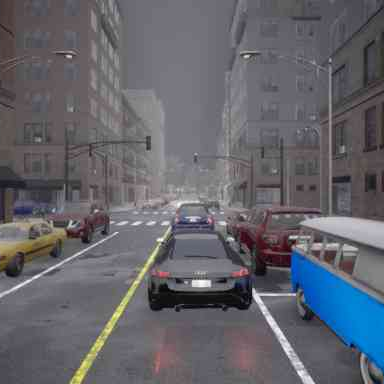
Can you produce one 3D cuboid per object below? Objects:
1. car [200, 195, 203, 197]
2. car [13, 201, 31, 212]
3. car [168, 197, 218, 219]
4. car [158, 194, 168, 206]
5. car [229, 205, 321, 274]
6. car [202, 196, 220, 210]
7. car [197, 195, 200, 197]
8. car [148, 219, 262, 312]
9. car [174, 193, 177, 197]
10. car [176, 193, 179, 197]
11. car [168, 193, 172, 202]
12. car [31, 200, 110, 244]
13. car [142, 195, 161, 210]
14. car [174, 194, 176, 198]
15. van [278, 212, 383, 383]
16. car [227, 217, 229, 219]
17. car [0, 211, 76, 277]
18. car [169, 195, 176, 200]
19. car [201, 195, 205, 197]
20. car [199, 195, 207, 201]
[{"bbox_3d":[2.661,1.547,54.058,2.008,1.369,4.403,0,0,0],"label":"car"},{"bbox_3d":[-15.775,1.542,31.208,5.008,1.535,1.882,0,0,0],"label":"car"},{"bbox_3d":[0.057,1.351,17.855,2.097,1.767,4.553,0,0,0],"label":"car"},{"bbox_3d":[-5.389,1.522,53.892,1.752,1.417,4.829,0,0,0],"label":"car"},{"bbox_3d":[2.643,1.314,10.407,2.192,1.841,5.009,0,0,0],"label":"car"},{"bbox_3d":[2.656,1.547,43.095,2.008,1.369,4.403,0,0,0],"label":"car"},{"bbox_3d":[2.668,1.547,70.504,2.008,1.369,4.403,0,0,0],"label":"car"},{"bbox_3d":[0.101,1.564,7.799,1.994,1.385,4.181,0,0,-2],"label":"car"},{"bbox_3d":[-5.367,1.563,81.472,1.947,1.339,4.313,0,0,0],"label":"car"},{"bbox_3d":[-5.362,1.312,86.954,2.192,1.841,5.009,0,0,0],"label":"car"},{"bbox_3d":[-5.384,1.311,59.544,2.192,1.841,5.009,0,0,0],"label":"car"},{"bbox_3d":[-5.393,1.314,16.091,2.192,1.841,5.009,0,0,0],"label":"car"},{"bbox_3d":[-5.397,1.521,42.928,1.752,1.417,4.829,0,0,0],"label":"car"},{"bbox_3d":[-5.371,1.548,75.990,2.008,1.369,4.403,0,0,0],"label":"car"},{"bbox_3d":[2.640,1.341,4.729,1.690,1.788,3.998,0,0,0],"label":"van"},{"bbox_3d":[2.645,1.581,16.086,1.802,1.307,4.206,0,0,0],"label":"car"},{"bbox_3d":[-5.395,1.525,10.242,1.752,1.417,4.829,0,0,0],"label":"car"},{"bbox_3d":[-5.359,1.523,92.266,1.752,1.417,4.829,0,0,0],"label":"car"},{"bbox_3d":[2.659,1.541,48.576,1.887,1.381,4.507,0,0,0],"label":"car"},{"bbox_3d":[2.673,1.437,81.468,1.967,1.590,4.097,0,0,0],"label":"car"}]
